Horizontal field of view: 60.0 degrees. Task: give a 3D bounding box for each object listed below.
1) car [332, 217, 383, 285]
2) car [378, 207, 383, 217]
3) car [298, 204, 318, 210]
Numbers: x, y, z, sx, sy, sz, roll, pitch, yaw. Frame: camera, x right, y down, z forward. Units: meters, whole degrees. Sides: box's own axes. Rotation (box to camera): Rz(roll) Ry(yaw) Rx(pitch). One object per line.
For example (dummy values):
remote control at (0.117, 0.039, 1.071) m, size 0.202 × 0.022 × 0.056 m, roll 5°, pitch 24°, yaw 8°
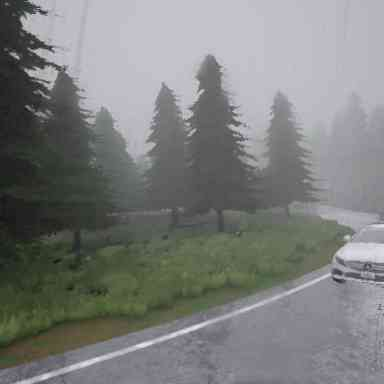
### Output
car at (5.429, 1.627, 9.253) m, size 1.812 × 1.442 × 4.674 m, roll -2°, pitch -2°, yaw 40°
car at (19.032, 1.927, 31.379) m, size 1.837 × 1.490 × 4.892 m, roll -3°, pitch -2°, yaw 14°
car at (18.766, 2.104, 54.978) m, size 2.097 × 1.767 × 4.553 m, roll -5°, pitch 7°, yaw -17°
